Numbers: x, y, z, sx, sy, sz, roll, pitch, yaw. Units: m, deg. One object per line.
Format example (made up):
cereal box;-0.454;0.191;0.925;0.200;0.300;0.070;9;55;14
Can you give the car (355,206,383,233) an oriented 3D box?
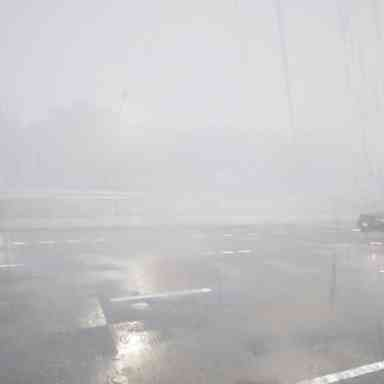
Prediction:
car;10.512;1.445;16.980;4.674;1.442;1.812;1;1;-22

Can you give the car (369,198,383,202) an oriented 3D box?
car;20.782;1.356;36.378;4.181;1.385;1.994;1;1;-22

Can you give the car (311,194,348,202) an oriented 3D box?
car;17.571;1.072;42.609;5.008;1.535;1.882;1;1;-22
